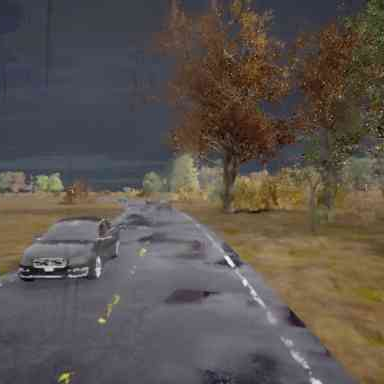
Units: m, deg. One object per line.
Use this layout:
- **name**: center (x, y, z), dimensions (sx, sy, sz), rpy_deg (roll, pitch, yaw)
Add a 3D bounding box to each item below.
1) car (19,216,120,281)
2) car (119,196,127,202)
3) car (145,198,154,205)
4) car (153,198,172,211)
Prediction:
- **car**: center (-3.390, 1.539, 10.073), dimensions (1.837, 1.490, 4.892), rpy_deg (0, 0, -3)
- **car**: center (-17.912, 1.813, 86.228), dimensions (1.837, 1.490, 4.892), rpy_deg (0, 0, -18)
- **car**: center (-7.935, 1.810, 63.634), dimensions (1.895, 1.301, 4.718), rpy_deg (0, 0, -14)
- **car**: center (-3.711, 1.660, 43.429), dimensions (1.812, 1.442, 4.674), rpy_deg (0, 0, -9)
